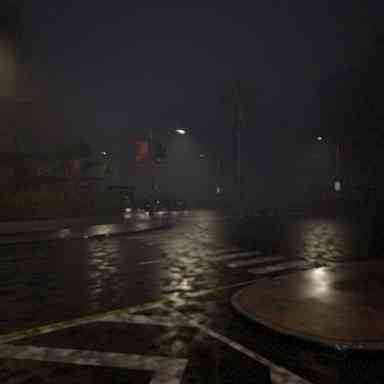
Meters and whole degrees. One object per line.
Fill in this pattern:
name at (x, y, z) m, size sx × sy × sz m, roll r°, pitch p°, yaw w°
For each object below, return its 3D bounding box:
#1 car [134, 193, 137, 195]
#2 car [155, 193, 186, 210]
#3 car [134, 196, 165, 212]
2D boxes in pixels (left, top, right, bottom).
car at (-13.166, 1.193, 68.623) m, size 2.150 × 2.045 × 5.566 m, roll 0°, pitch 0°, yaw -39°
car at (-2.964, 1.201, 41.998) m, size 2.150 × 2.045 × 5.566 m, roll 0°, pitch 0°, yaw -35°
car at (-5.409, 1.509, 39.359) m, size 1.812 × 1.442 × 4.674 m, roll 0°, pitch 0°, yaw -35°
